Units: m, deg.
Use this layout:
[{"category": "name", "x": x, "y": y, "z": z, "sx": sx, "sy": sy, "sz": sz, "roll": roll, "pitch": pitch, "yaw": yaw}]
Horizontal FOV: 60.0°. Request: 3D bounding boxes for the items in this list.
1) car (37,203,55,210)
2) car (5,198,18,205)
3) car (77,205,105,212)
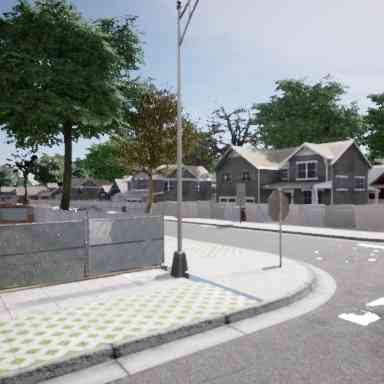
[{"category": "car", "x": -21.581, "y": 2.365, "z": 48.924, "sx": 1.812, "sy": 1.442, "sz": 4.674, "roll": 0, "pitch": -1, "yaw": -36}, {"category": "car", "x": -41.275, "y": 2.436, "z": 75.973, "sx": 2.150, "sy": 2.045, "sz": 5.566, "roll": 0, "pitch": -1, "yaw": -36}, {"category": "car", "x": -9.901, "y": 2.024, "z": 32.876, "sx": 2.128, "sy": 1.511, "sz": 4.902, "roll": 0, "pitch": -1, "yaw": -36}]
